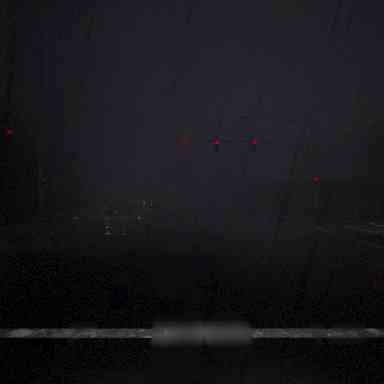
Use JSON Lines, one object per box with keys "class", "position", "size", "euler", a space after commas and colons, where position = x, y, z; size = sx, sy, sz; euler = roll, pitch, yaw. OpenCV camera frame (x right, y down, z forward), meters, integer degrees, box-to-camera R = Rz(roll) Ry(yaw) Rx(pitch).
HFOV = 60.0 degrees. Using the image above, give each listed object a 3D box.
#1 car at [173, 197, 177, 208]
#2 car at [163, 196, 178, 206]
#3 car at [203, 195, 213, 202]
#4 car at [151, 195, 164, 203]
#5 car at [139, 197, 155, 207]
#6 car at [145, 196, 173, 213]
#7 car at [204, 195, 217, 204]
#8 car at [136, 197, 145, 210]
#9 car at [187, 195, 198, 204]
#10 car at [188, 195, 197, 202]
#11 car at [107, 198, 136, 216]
{"class": "car", "position": [-3.559, 1.563, 45.614], "size": [1.994, 1.385, 4.181], "euler": [0, 0, 0]}
{"class": "car", "position": [-3.537, 1.491, 55.672], "size": [2.128, 1.511, 4.902], "euler": [0, 0, 0]}
{"class": "car", "position": [3.557, 1.385, 73.930], "size": [2.128, 1.511, 4.902], "euler": [0, 0, 0]}
{"class": "car", "position": [-6.959, 1.492, 68.041], "size": [2.128, 1.511, 4.902], "euler": [0, 0, 0]}
{"class": "car", "position": [-7.049, 1.505, 52.067], "size": [1.837, 1.490, 4.892], "euler": [0, 0, 0]}
{"class": "car", "position": [-3.560, 1.352, 37.045], "size": [2.097, 1.767, 4.553], "euler": [0, 0, 0]}
{"class": "car", "position": [3.549, 1.351, 63.791], "size": [2.097, 1.767, 4.553], "euler": [0, 0, 0]}
{"class": "car", "position": [-7.061, 1.477, 42.245], "size": [1.882, 1.535, 5.008], "euler": [0, 0, 0]}
{"class": "car", "position": [0.049, 1.504, 63.823], "size": [1.837, 1.490, 4.892], "euler": [0, 0, 0]}
{"class": "car", "position": [0.057, 1.412, 73.933], "size": [1.994, 1.385, 4.181], "euler": [0, 0, 0]}
{"class": "car", "position": [-7.069, 1.525, 32.951], "size": [1.812, 1.442, 4.674], "euler": [0, 0, 0]}
